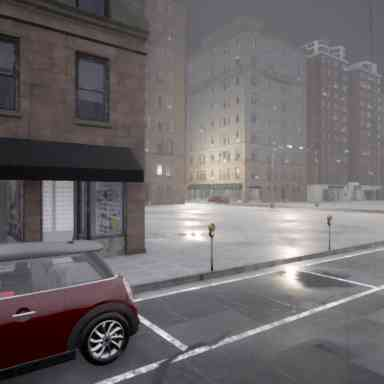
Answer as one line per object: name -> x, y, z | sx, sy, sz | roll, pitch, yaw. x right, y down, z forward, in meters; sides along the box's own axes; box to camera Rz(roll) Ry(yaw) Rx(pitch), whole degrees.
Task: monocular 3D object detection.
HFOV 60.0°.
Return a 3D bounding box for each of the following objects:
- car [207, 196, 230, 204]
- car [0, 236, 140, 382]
car -> 4.467, 1.325, 56.288 | 1.812, 1.442, 4.674 | 0, 0, -36
car -> -2.830, 1.440, 4.168 | 4.097, 1.590, 1.967 | 0, 0, -36
